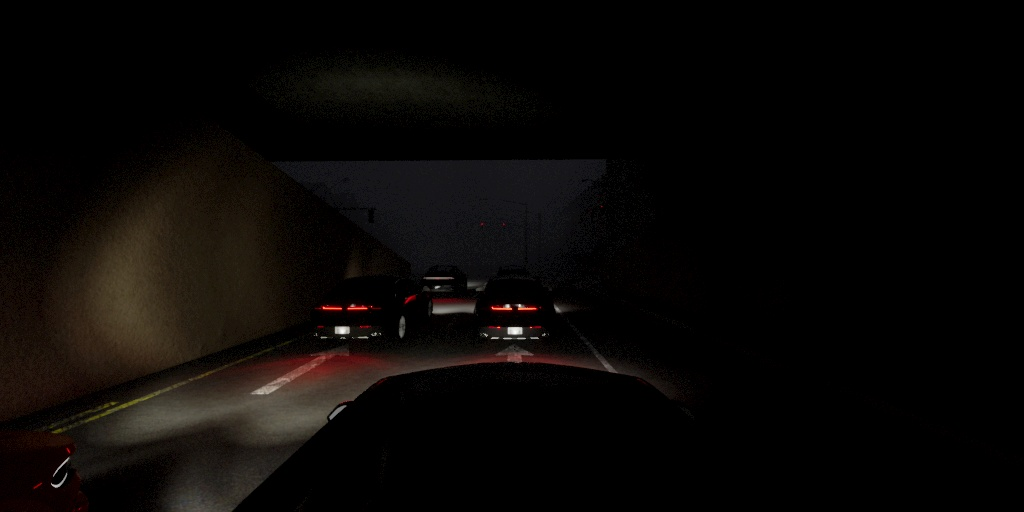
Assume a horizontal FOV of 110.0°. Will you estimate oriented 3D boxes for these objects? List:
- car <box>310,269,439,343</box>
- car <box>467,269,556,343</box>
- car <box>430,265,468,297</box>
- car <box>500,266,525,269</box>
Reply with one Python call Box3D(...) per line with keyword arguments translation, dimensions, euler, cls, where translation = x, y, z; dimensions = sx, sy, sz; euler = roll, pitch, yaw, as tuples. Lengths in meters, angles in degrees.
Box3D(translation=(-3.448, 1.255, 9.677), dimensions=(1.837, 1.490, 4.892), euler=(0, 0, 0), cls="car")
Box3D(translation=(0.053, 1.255, 9.620), dimensions=(1.837, 1.490, 4.892), euler=(0, 0, 0), cls="car")
Box3D(translation=(-3.484, 1.242, 18.994), dimensions=(2.128, 1.511, 4.902), euler=(0, 0, -1), cls="car")
Box3D(translation=(0.012, 1.255, 19.030), dimensions=(1.837, 1.490, 4.892), euler=(0, 0, 0), cls="car")
